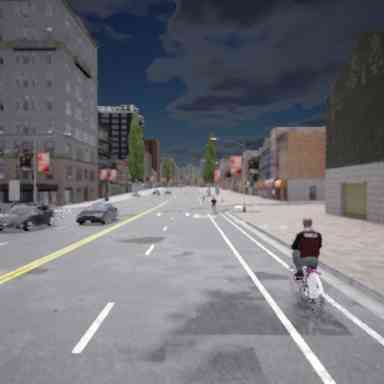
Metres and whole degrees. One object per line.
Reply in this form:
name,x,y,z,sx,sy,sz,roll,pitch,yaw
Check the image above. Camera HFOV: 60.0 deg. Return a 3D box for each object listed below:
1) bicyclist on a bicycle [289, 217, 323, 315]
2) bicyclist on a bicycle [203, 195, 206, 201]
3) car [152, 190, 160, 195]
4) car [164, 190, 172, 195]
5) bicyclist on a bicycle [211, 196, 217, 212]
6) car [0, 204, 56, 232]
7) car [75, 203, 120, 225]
bicyclist on a bicycle,2.249,1.373,6.681,0.659,1.776,1.843,0,0,0
bicyclist on a bicycle,2.271,1.079,63.321,0.866,1.612,1.509,0,1,0
car,-9.747,0.114,91.095,1.837,1.490,4.892,0,1,0
car,-6.497,0.153,91.096,2.033,1.411,5.357,0,1,0
bicyclist on a bicycle,2.252,1.303,34.532,0.659,1.776,1.843,0,0,0
car,-9.837,1.490,19.914,1.837,1.490,4.892,0,0,0
car,-6.574,1.518,23.828,2.033,1.411,5.357,0,0,0
